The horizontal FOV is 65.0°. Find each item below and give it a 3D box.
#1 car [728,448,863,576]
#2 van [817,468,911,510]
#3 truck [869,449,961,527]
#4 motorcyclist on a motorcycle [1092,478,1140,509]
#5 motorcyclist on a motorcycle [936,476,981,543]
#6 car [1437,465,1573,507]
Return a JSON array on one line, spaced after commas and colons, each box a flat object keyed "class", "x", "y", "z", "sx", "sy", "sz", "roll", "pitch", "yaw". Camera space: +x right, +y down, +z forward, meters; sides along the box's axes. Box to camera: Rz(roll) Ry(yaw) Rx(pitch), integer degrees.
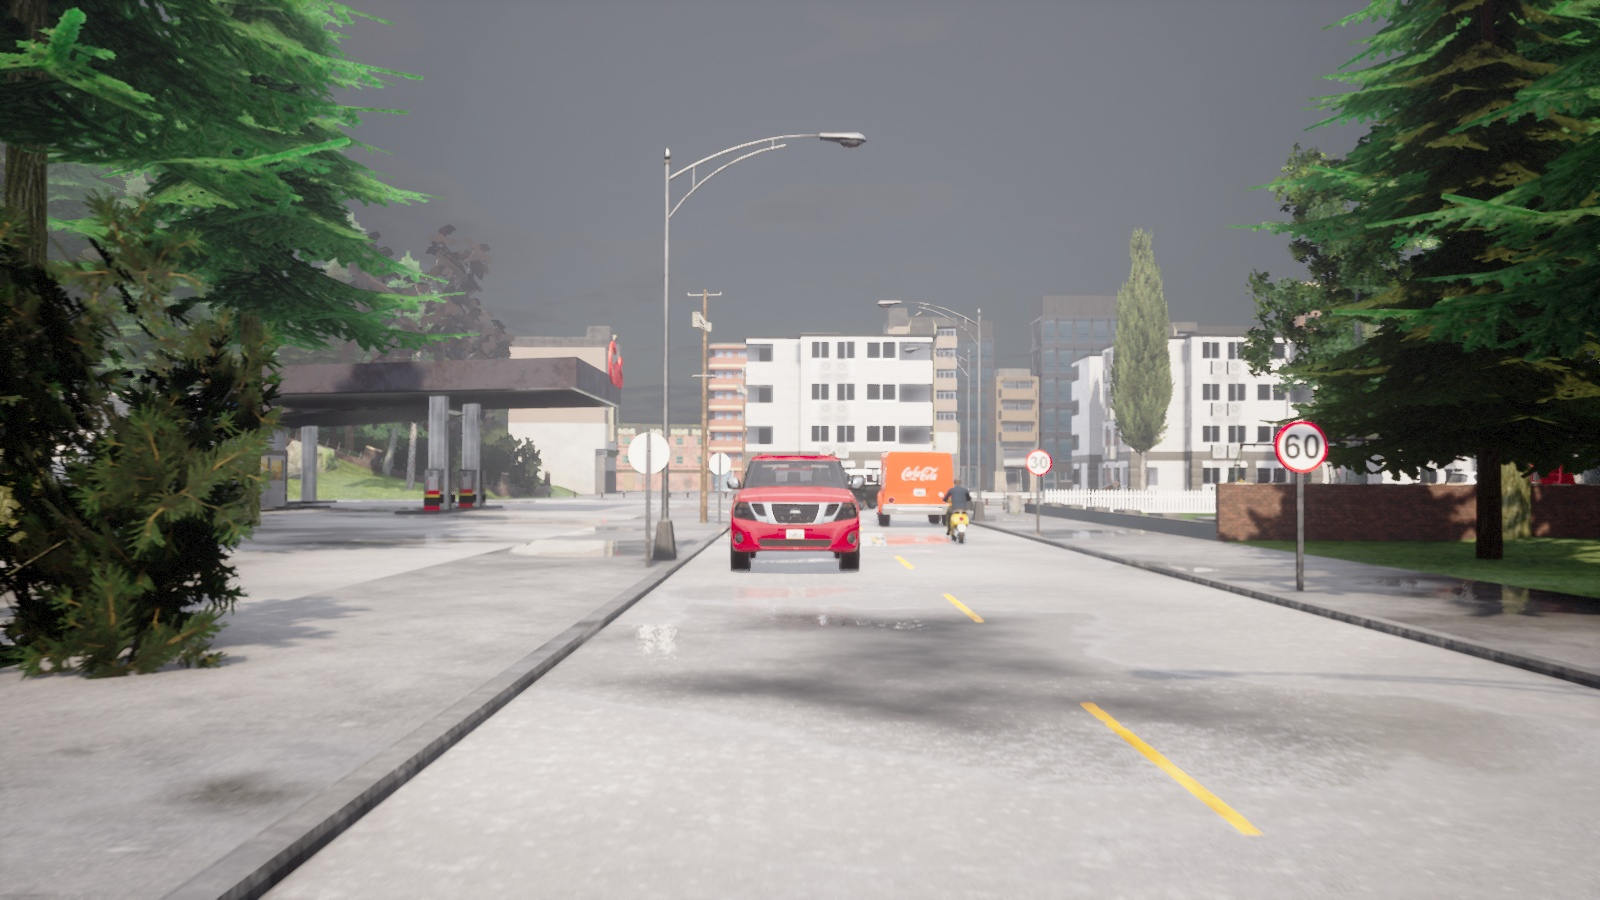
[{"class": "car", "x": -0.077, "y": 1.052, "z": 22.850, "sx": 2.150, "sy": 2.045, "sz": 5.566, "roll": 0, "pitch": -1, "yaw": 0}, {"class": "van", "x": 3.215, "y": 1.931, "z": 62.719, "sx": 4.480, "sy": 2.038, "sz": 2.069, "roll": 1, "pitch": -2, "yaw": -42}, {"class": "truck", "x": 3.843, "y": 1.277, "z": 42.931, "sx": 2.627, "sy": 2.467, "sz": 5.204, "roll": 0, "pitch": -1, "yaw": 0}, {"class": "motorcyclist on a motorcycle", "x": 15.776, "y": 2.192, "z": 62.764, "sx": 2.191, "sy": 1.530, "sz": 0.866, "roll": 0, "pitch": -1, "yaw": 0}, {"class": "motorcyclist on a motorcycle", "x": 3.892, "y": 1.452, "z": 31.038, "sx": 0.866, "sy": 1.590, "sz": 1.817, "roll": 0, "pitch": -2, "yaw": 0}, {"class": "car", "x": 35.167, "y": 1.797, "z": 62.748, "sx": 5.566, "sy": 2.045, "sz": 2.150, "roll": 0, "pitch": -1, "yaw": 0}]
